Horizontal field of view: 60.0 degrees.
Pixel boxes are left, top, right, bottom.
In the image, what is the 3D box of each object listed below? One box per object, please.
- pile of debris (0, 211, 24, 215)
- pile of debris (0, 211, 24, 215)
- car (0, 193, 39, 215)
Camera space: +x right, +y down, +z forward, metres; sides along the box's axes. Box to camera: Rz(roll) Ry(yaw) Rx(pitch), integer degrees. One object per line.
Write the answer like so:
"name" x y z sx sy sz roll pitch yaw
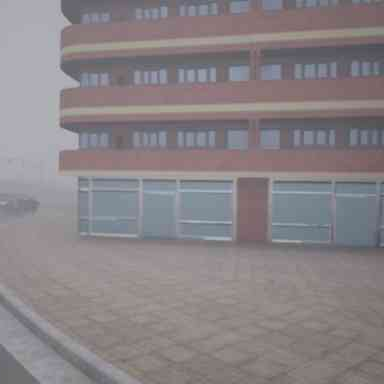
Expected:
"pile of debris" -14.620 1.689 26.581 1.500 0.140 1.860 1 1 -3
"pile of debris" -14.620 1.689 26.581 1.500 0.140 1.860 1 1 -3
"car" -14.197 0.869 27.019 2.097 1.767 4.553 1 1 -4
